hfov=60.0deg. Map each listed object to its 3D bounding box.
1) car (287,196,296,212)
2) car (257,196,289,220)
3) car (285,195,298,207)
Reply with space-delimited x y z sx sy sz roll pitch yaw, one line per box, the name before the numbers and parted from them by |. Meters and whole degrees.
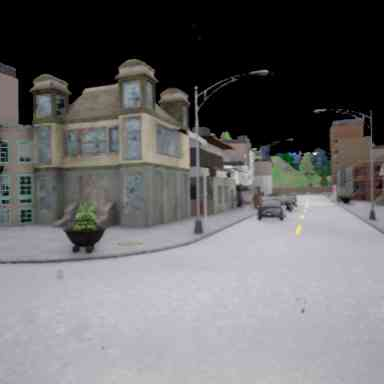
car | 9.463 1.354 34.643 1.895 1.301 4.718 -1 0 20
car | 6.259 1.334 25.907 1.837 1.490 4.892 -1 0 19
car | 13.043 1.173 44.372 1.837 1.490 4.892 -1 0 20
